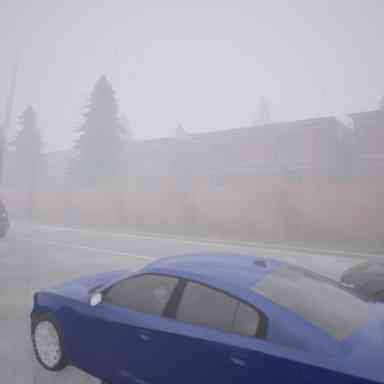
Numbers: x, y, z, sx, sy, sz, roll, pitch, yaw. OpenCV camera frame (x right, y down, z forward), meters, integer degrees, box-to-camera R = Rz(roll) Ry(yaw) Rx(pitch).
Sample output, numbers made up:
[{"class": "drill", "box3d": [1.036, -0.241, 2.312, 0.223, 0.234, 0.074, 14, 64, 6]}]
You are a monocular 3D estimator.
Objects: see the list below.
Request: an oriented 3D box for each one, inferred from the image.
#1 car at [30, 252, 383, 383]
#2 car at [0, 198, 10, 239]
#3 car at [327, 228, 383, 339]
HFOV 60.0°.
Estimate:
[{"class": "car", "box3d": [0.036, 1.479, 3.968, 5.008, 1.535, 1.882, 0, 0, 36]}, {"class": "car", "box3d": [-11.065, 1.234, 16.194, 5.566, 2.045, 2.150, 0, 0, 36]}, {"class": "car", "box3d": [4.784, 1.504, 4.879, 4.892, 1.490, 1.837, 0, 0, 36]}]
